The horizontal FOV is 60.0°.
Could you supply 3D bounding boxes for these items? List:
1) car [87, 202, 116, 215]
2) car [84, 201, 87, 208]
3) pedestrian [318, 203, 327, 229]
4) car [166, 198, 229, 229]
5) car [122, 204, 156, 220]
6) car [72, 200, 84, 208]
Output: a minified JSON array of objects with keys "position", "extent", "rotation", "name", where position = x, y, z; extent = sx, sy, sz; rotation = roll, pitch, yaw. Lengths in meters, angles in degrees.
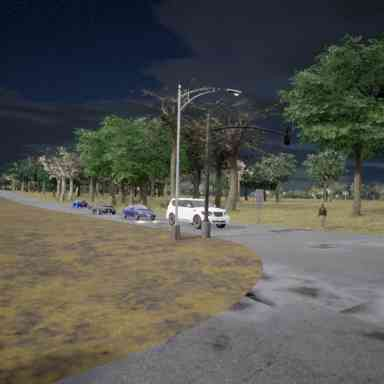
[{"position":[-10.765,2.012,40.262],"extent":[1.994,1.385,4.181],"rotation":[3,-2,-34],"name":"car"},{"position":[-15.594,2.251,54.142],"extent":[1.994,1.385,4.181],"rotation":[3,-2,-33],"name":"car"},{"position":[9.324,1.717,23.835],"extent":[0.375,1.860,0.375],"rotation":[1,-1,-34],"name":"pedestrian"},{"position":[0.244,1.458,23.761],"extent":[2.150,2.045,5.566],"rotation":[3,-2,-34],"name":"car"},{"position":[-5.195,1.883,31.929],"extent":[1.812,1.442,4.674],"rotation":[3,-2,-34],"name":"car"},{"position":[-21.095,2.220,62.412],"extent":[1.882,1.535,5.008],"rotation":[3,-2,-34],"name":"car"}]
